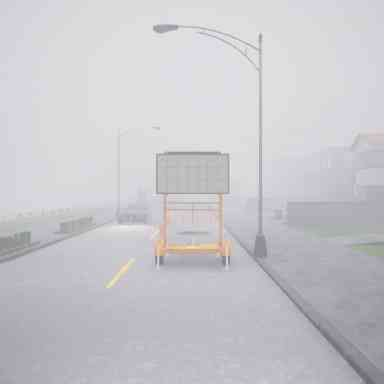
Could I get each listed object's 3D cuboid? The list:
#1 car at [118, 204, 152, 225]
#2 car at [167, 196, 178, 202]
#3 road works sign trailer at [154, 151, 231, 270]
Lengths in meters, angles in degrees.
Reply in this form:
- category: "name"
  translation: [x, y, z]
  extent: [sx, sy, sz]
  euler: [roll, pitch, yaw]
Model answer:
- category: "car"
  translation: [-4.052, 1.564, 24.138]
  extent: [1.994, 1.385, 4.181]
  euler: [0, 0, 0]
- category: "car"
  translation: [-3.859, 1.547, 66.708]
  extent: [2.033, 1.411, 5.357]
  euler: [0, 0, 0]
- category: "road works sign trailer"
  translation: [0.022, 0.464, 11.029]
  extent: [2.380, 3.560, 2.880]
  euler: [0, 0, 0]
